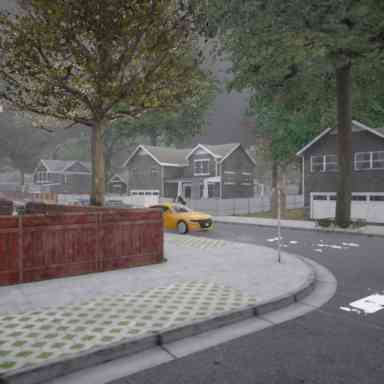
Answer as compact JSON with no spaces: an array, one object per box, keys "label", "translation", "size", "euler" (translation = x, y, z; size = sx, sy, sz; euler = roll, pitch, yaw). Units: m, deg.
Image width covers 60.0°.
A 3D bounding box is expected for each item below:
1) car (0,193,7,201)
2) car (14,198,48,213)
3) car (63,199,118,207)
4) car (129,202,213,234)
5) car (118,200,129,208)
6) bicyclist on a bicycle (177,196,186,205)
[{"label":"car","translation":[-28.479,0.825,48.070],"size":[4.553,1.767,2.097],"euler":[1,1,43]},{"label":"car","translation":[-15.362,1.270,31.844],"size":[4.181,1.385,1.994],"euler":[1,1,43]},{"label":"car","translation":[-8.068,1.291,25.043],"size":[4.902,1.511,2.128],"euler":[1,1,43]},{"label":"car","translation":[-1.065,1.354,18.518],"size":[5.008,1.535,1.882],"euler":[1,0,43]},{"label":"car","translation":[-7.210,1.328,28.276],"size":[5.357,1.411,2.033],"euler":[1,1,43]},{"label":"bicyclist on a bicycle","translation":[-0.880,1.127,26.354],"size":[0.582,1.620,1.656],"euler":[1,1,43]}]
